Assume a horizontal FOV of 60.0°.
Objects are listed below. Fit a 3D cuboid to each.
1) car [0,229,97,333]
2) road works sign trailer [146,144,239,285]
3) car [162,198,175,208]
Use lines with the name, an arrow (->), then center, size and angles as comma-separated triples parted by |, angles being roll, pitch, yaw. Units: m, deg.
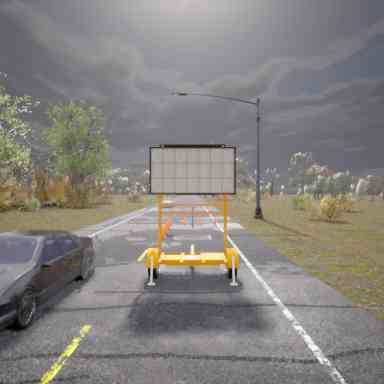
car -> -3.587, 1.548, 7.113 | 2.033, 1.411, 5.357 | 0, 0, 0
road works sign trailer -> 0.017, 0.466, 9.436 | 2.380, 3.560, 2.880 | 0, 0, 0
car -> -3.524, 1.551, 47.859 | 1.812, 1.442, 4.674 | 0, 0, 0
